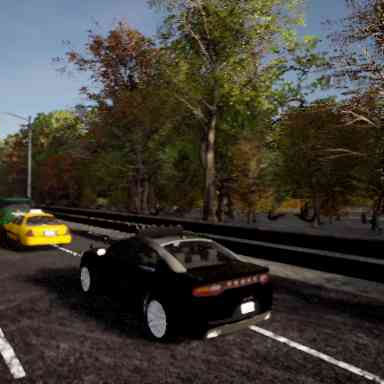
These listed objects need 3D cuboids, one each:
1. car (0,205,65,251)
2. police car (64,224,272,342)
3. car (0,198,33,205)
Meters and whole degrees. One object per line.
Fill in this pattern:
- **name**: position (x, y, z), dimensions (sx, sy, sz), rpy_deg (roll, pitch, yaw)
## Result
- **car**: position (-7.096, 1.574, 14.884), dimensions (1.801, 1.575, 5.366), rpy_deg (1, -1, -39)
- **police car**: position (-0.777, 1.510, 6.946), dimensions (1.930, 1.638, 5.238), rpy_deg (1, -1, -38)
- **car**: position (-10.778, 1.367, 19.467), dimensions (2.150, 2.045, 5.566), rpy_deg (1, -1, -39)
